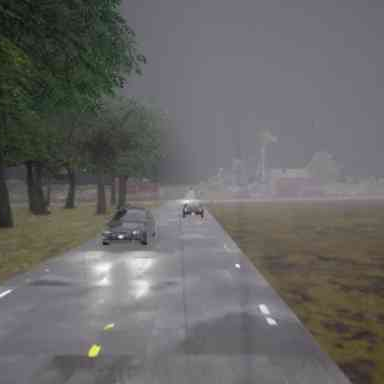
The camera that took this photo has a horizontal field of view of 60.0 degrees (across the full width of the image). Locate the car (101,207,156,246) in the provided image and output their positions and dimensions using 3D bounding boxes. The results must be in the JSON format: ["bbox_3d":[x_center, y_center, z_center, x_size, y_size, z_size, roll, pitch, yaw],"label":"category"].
[{"bbox_3d":[-2.752,1.487,15.293,1.837,1.490,4.892,0,0,0],"label":"car"}]

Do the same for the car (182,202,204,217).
[{"bbox_3d":[0.100,1.578,30.934,1.895,1.301,4.718,0,0,0],"label":"car"}]
